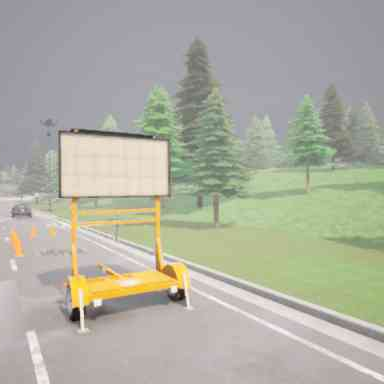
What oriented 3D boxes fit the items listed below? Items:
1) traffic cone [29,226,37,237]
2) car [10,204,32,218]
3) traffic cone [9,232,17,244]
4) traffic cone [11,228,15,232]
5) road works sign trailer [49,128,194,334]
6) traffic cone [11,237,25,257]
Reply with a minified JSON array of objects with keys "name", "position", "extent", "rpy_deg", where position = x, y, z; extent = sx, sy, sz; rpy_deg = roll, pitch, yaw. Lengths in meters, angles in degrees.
[{"name":"traffic cone","position":[-8.658,2.151,18.116],"extent":[0.340,0.580,0.340],"rpy_deg":[0,0,-31]},{"name":"car","position":[-17.986,1.942,34.958],"extent":[2.033,1.411,5.357],"rpy_deg":[0,0,-30]},{"name":"traffic cone","position":[-7.485,2.116,14.164],"extent":[0.340,0.580,0.340],"rpy_deg":[0,0,-31]},{"name":"traffic cone","position":[-8.502,2.137,15.886],"extent":[0.340,0.580,0.340],"rpy_deg":[0,0,-31]},{"name":"road works sign trailer","position":[-1.645,0.521,7.179],"extent":[2.380,3.560,2.880],"rpy_deg":[0,0,-31]},{"name":"traffic cone","position":[-6.468,2.095,12.441],"extent":[0.340,0.580,0.340],"rpy_deg":[0,0,-31]}]
